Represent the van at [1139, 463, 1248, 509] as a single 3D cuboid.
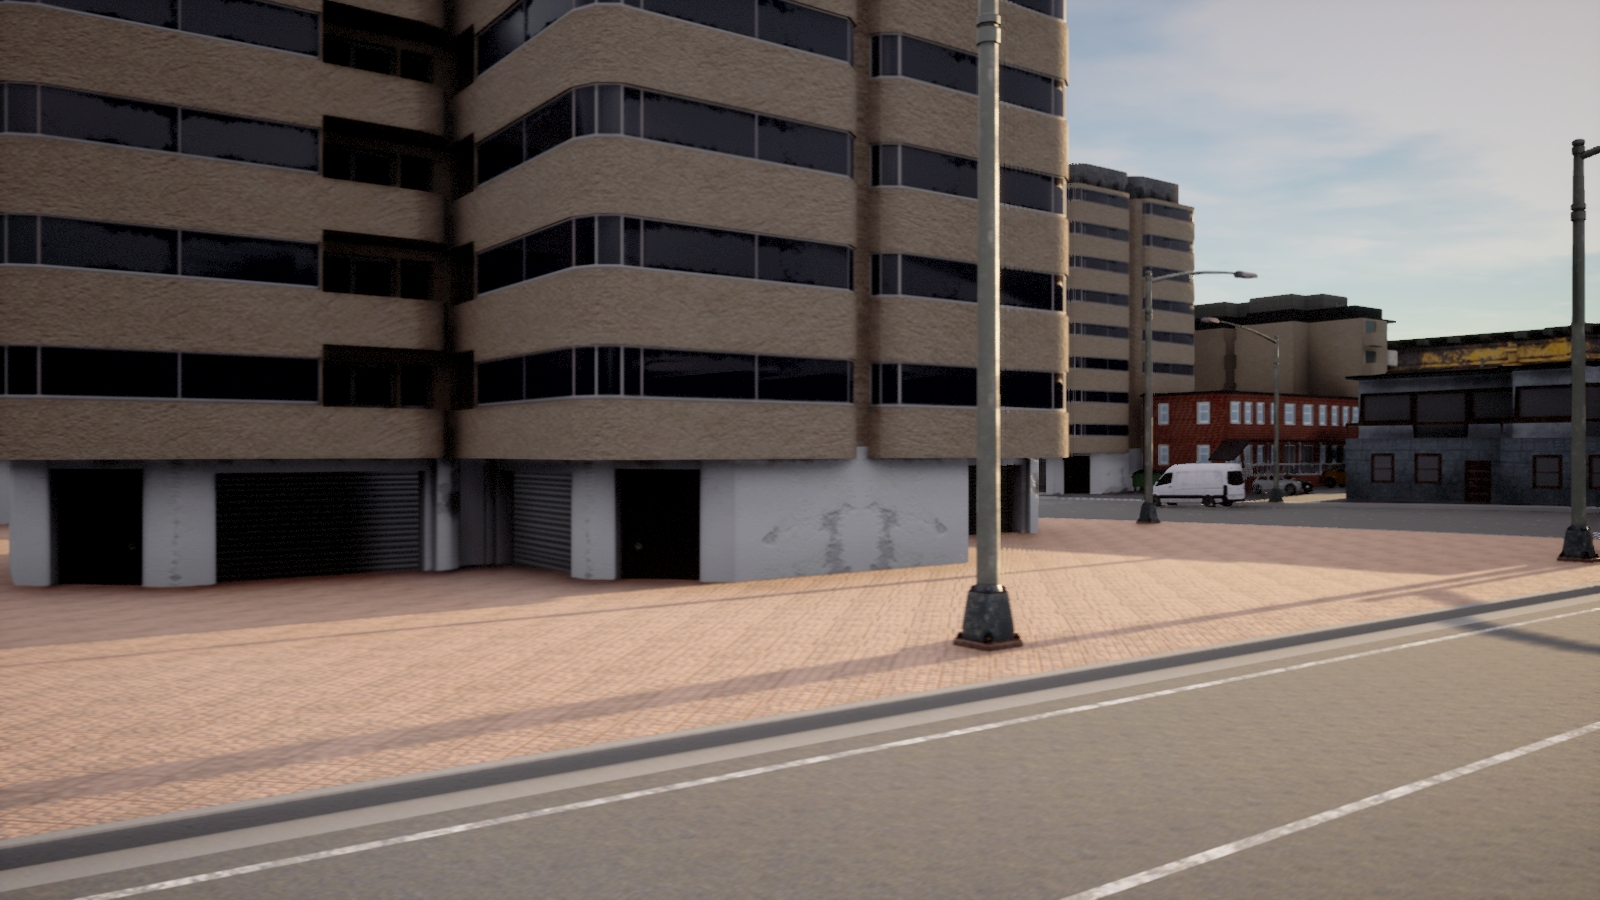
[{"bbox_3d":[23.109,2.100,67.303,1.988,2.561,5.915,0,-1,-37],"label":"van"}]
